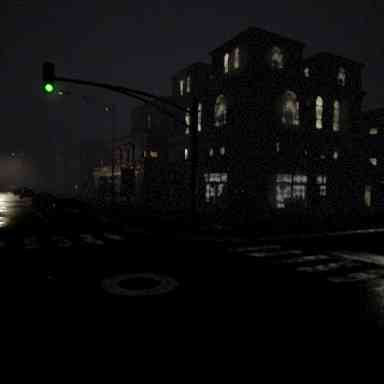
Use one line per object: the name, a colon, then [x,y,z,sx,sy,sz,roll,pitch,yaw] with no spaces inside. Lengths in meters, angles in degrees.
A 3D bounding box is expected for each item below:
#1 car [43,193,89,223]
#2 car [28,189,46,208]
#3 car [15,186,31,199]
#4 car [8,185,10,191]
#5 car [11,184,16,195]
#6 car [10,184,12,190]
car: [-7.461,0.999,20.020,1.947,1.339,4.313,1,1,-31]
car: [-13.118,0.702,29.498,1.802,1.307,4.206,1,1,-31]
car: [-21.605,0.203,43.717,2.008,1.369,4.403,1,1,-31]
car: [-35.750,-0.541,67.416,1.802,1.307,4.206,1,1,-31]
car: [-27.259,-0.218,53.195,1.967,1.590,4.097,1,1,-31]
car: [-30.092,-0.263,57.937,2.008,1.369,4.403,1,1,-31]
